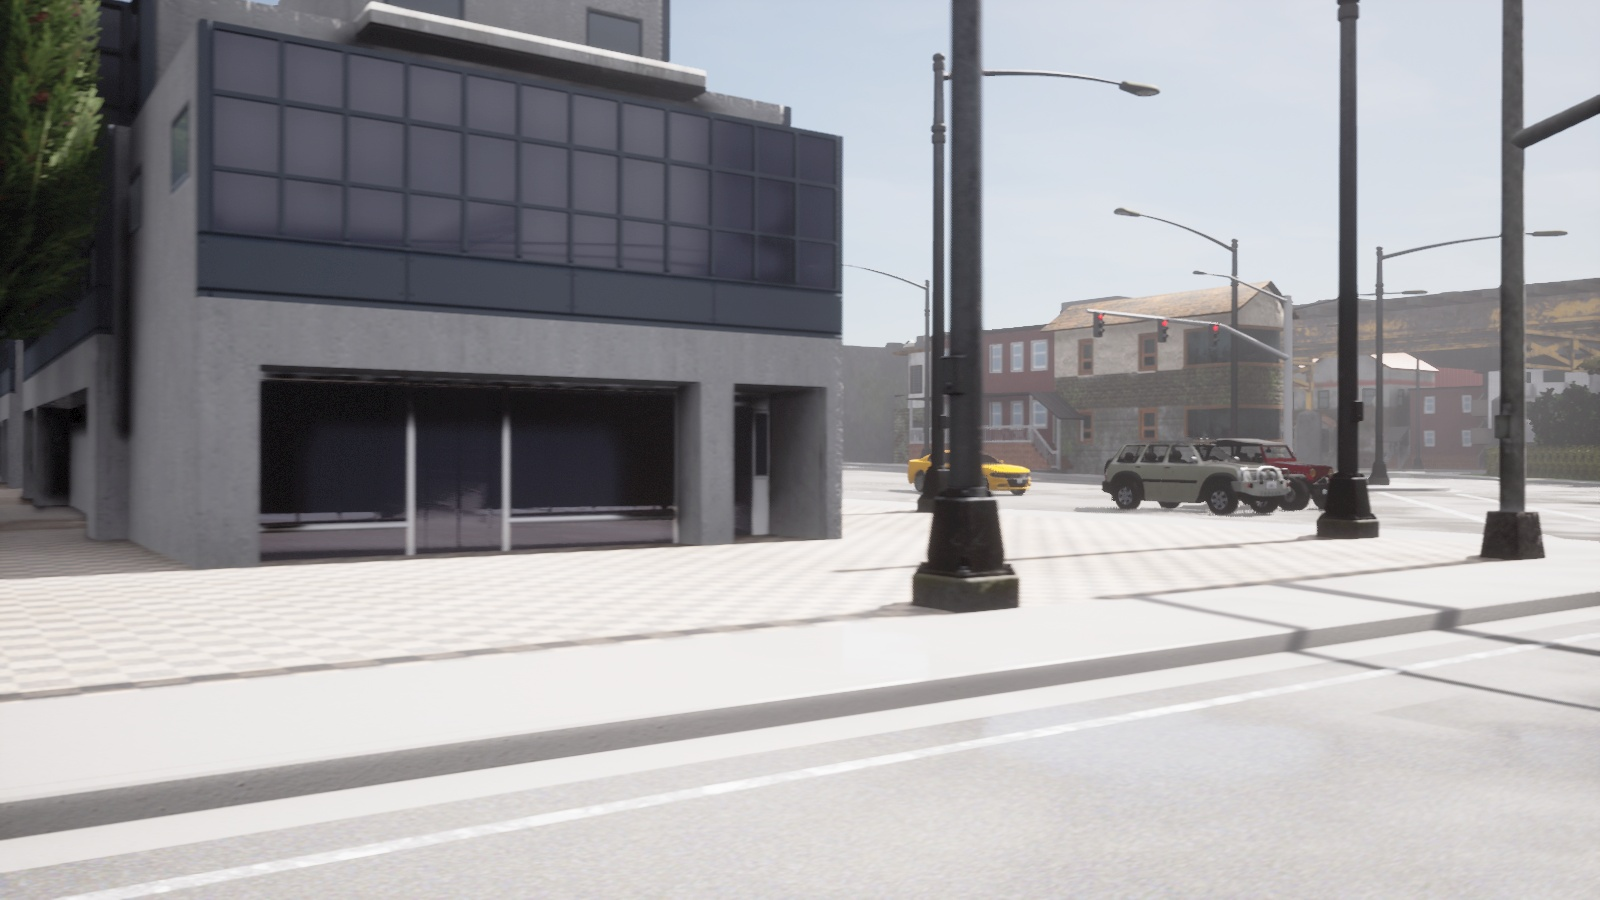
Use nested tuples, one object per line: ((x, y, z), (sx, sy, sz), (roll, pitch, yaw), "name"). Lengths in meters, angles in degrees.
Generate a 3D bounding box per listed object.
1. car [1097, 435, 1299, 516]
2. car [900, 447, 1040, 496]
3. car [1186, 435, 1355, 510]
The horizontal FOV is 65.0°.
((9.860, 0.584, 31.460), (1.932, 1.855, 4.605), (0, 0, -35), "car")
((5.771, 0.703, 43.358), (1.882, 1.535, 5.008), (0, 1, -35), "car")
((12.566, 0.564, 33.725), (1.905, 1.878, 3.866), (0, 0, -35), "car")
